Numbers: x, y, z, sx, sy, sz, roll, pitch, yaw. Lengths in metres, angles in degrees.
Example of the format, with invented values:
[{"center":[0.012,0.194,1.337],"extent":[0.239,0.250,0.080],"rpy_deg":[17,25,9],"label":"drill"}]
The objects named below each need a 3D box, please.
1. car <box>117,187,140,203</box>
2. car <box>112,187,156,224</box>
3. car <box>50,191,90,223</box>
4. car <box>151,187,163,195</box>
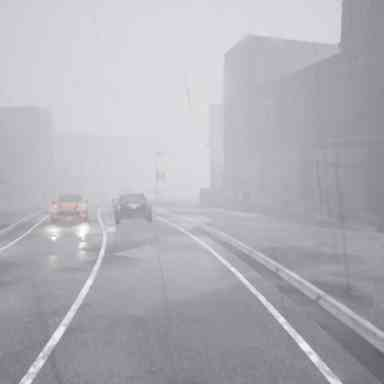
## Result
[{"center":[-7.612,0.301,40.238],"extent":[2.097,1.767,4.553],"rpy_deg":[0,1,-4],"label":"car"},{"center":[-3.738,0.799,20.194],"extent":[2.097,1.767,4.553],"rpy_deg":[-2,2,-16],"label":"car"},{"center":[-7.643,0.871,21.053],"extent":[2.097,1.767,4.553],"rpy_deg":[-2,2,-16],"label":"car"},{"center":[-7.274,-0.226,62.666],"extent":[1.882,1.535,5.008],"rpy_deg":[2,2,23],"label":"car"}]
